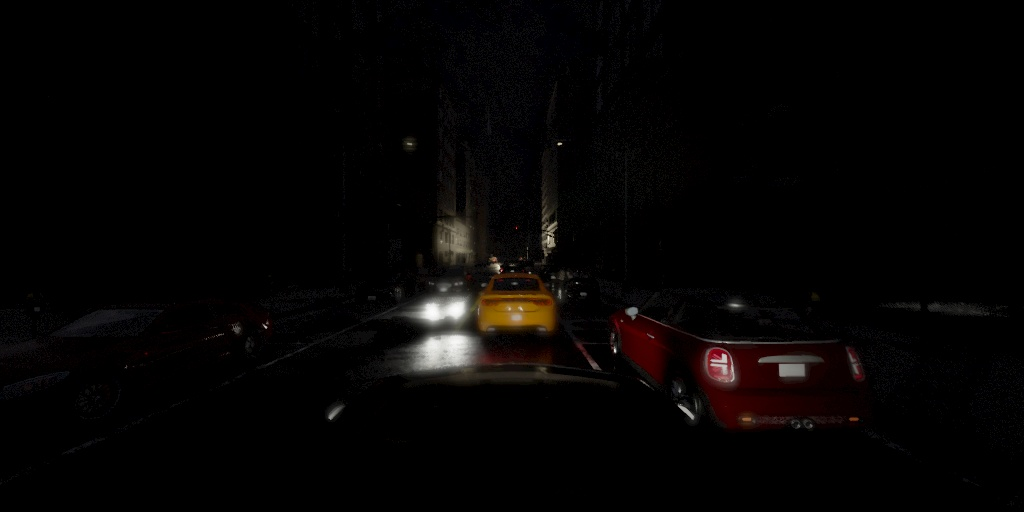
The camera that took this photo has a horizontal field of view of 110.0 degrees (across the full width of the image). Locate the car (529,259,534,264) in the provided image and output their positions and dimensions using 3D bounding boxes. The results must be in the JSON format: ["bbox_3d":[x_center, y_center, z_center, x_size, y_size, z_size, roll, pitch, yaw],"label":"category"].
[{"bbox_3d":[3.013,1.232,64.693,1.967,1.591,4.097,0,0,0],"label":"car"}]

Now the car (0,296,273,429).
[{"bbox_3d":[-5.661,1.332,5.616,1.802,1.307,4.207,0,0,0],"label":"car"}]

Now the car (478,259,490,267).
[{"bbox_3d":[-5.512,1.374,64.722,1.802,1.307,4.207,0,0,0],"label":"car"}]

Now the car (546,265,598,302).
[{"bbox_3d":[2.885,1.301,16.601,2.007,1.370,4.403,0,0,0],"label":"car"}]

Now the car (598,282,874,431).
[{"bbox_3d":[2.864,1.190,5.599,1.967,1.591,4.097,0,0,0],"label":"car"}]

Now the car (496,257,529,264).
[{"bbox_3d":[0.081,1.105,28.207,2.097,1.767,4.553,0,0,1],"label":"car"}]

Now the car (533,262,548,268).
[{"bbox_3d":[2.907,1.319,27.604,1.948,1.339,4.313,0,0,0],"label":"car"}]

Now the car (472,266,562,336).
[{"bbox_3d":[0.114,1.228,10.487,1.882,1.535,5.008,0,0,0],"label":"car"}]

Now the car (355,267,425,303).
[{"bbox_3d":[-5.640,1.316,16.618,1.948,1.339,4.313,0,0,0],"label":"car"}]

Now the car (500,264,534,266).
[{"bbox_3d":[0.135,1.315,19.475,1.994,1.385,4.181,0,0,0],"label":"car"}]

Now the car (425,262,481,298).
[{"bbox_3d":[-3.046,1.242,18.484,2.128,1.511,4.902,0,0,0],"label":"car"}]
